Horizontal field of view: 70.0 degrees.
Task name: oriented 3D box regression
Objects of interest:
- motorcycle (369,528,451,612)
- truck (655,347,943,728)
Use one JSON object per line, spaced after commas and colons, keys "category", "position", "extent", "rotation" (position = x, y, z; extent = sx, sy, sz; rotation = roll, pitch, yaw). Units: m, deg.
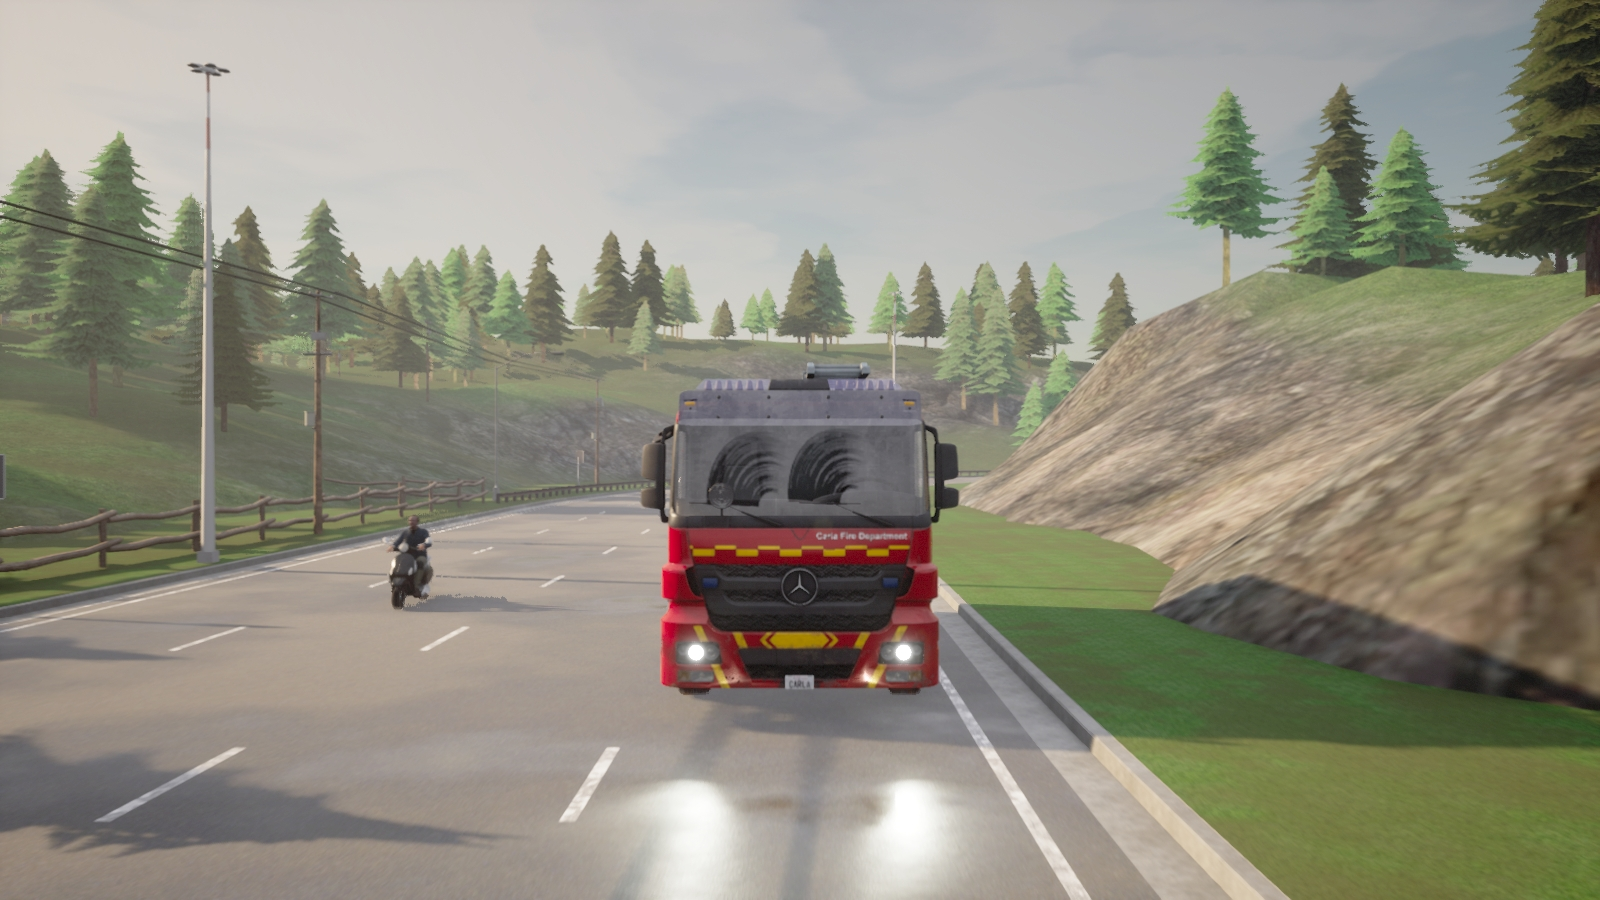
{"category": "motorcycle", "position": [-6.987, 2.126, 20.560], "extent": [0.856, 1.316, 1.805], "rotation": [0, 0, 0]}
{"category": "truck", "position": [-0.005, 0.879, 15.701], "extent": [2.891, 3.827, 8.468], "rotation": [0, 0, 0]}
